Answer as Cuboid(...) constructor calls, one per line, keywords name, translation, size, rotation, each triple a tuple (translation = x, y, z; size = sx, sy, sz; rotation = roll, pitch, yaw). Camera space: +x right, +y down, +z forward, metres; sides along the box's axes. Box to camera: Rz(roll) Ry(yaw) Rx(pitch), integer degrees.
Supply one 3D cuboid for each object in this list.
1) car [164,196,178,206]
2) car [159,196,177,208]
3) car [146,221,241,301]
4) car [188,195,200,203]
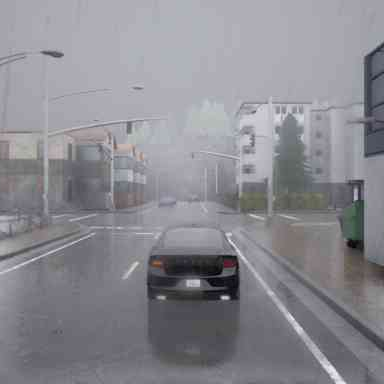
Cuboid(name="car", translation=(-3.595, 1.491, 57.731), size=(2.128, 1.511, 4.902), rotation=(0, 0, 0))
Cuboid(name="car", translation=(-3.612, 1.477, 47.380), size=(1.882, 1.535, 5.008), rotation=(0, 0, 0))
Cuboid(name="car", translation=(0.047, 1.478, 8.413), size=(1.882, 1.535, 5.008), rotation=(0, 0, 1))
Cuboid(name="car", translation=(0.466, 1.353, 69.686), size=(2.097, 1.767, 4.553), rotation=(0, 0, 7))
